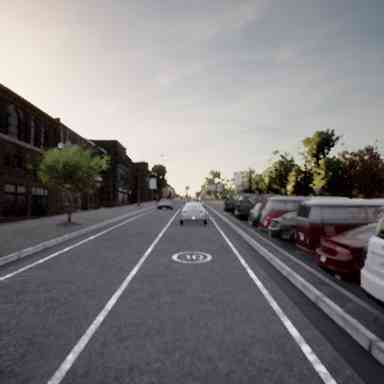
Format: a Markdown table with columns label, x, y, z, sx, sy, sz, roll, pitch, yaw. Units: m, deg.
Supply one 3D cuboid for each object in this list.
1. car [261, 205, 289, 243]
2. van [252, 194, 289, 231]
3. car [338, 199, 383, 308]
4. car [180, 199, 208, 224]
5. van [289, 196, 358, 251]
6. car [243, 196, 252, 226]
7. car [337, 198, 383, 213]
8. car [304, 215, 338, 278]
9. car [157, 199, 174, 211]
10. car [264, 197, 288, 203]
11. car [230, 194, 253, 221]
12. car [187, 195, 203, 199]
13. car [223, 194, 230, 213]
| label | x | y | z | sx | sy | sz | roll | pitch | yaw |
| --- | --- | --- | --- | --- | --- | --- | --- | --- | --- |
| car | 5.596 | 1.442 | 13.573 | 4.892 | 1.521 | 2.231 | 0 | 0 | 0 |
| van | 5.483 | 1.210 | 16.377 | 4.442 | 1.987 | 1.878 | 0 | 0 | 0 |
| car | 5.639 | 1.204 | 5.163 | 5.566 | 2.045 | 2.435 | 0 | 0 | 0 |
| car | 0.104 | 1.483 | 24.338 | 1.812 | 1.442 | 4.674 | 0 | 0 | 0 |
| van | 5.720 | 1.220 | 10.770 | 4.442 | 1.987 | 1.878 | 0 | 0 | 0 |
| car | 5.566 | 1.305 | 19.181 | 4.553 | 1.767 | 2.185 | 0 | 0 | 0 |
| car | 18.679 | 1.461 | 35.946 | 5.008 | 1.535 | 2.097 | 0 | 0 | 0 |
| car | 5.602 | 1.450 | 7.967 | 5.008 | 1.535 | 2.097 | 0 | 0 | 0 |
| car | -3.338 | 1.593 | 42.511 | 2.033 | 1.411 | 5.357 | 0 | 0 | 0 |
| car | 18.715 | 1.794 | 74.128 | 4.674 | 1.452 | 2.002 | 0 | 0 | 0 |
| car | 5.626 | 1.178 | 21.982 | 5.566 | 2.045 | 2.435 | 0 | 0 | 0 |
| car | 0.105 | 1.391 | 41.656 | 2.097 | 1.767 | 4.553 | 0 | 0 | 0 |
| car | 5.629 | 1.187 | 30.392 | 5.566 | 2.045 | 2.435 | 0 | 0 | 0 |
